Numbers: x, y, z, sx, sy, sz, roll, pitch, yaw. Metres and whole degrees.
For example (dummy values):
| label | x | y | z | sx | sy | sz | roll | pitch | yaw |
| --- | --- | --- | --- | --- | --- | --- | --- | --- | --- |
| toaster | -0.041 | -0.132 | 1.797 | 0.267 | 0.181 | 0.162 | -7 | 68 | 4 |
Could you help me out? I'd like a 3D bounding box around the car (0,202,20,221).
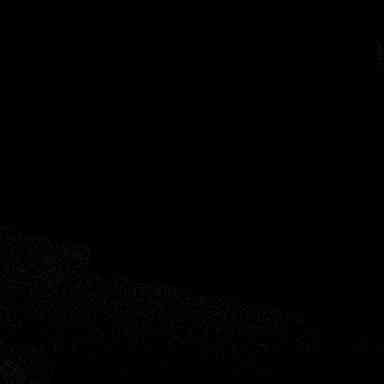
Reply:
| label | x | y | z | sx | sy | sz | roll | pitch | yaw |
| --- | --- | --- | --- | --- | --- | --- | --- | --- | --- |
| car | -14.523 | 1.518 | 24.811 | 1.812 | 1.442 | 4.674 | 0 | 0 | 36 |
